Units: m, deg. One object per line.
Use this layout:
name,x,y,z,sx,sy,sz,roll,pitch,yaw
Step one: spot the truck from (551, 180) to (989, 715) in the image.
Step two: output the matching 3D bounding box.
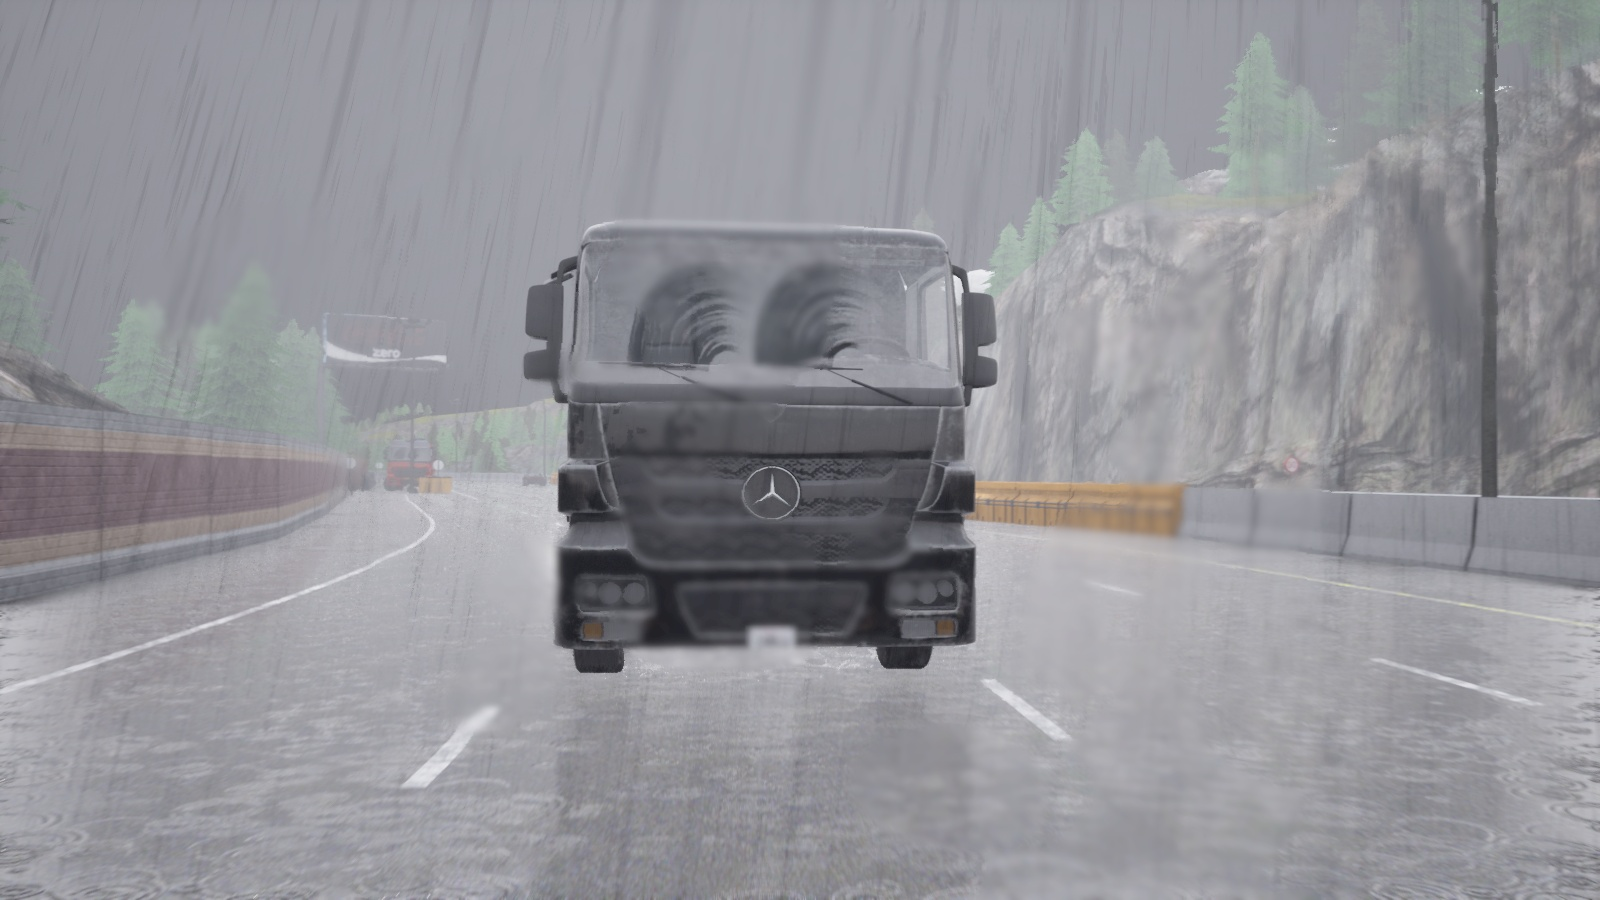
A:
truck,-0.607,0.040,12.227,2.891,3.462,7.936,0,-1,-6

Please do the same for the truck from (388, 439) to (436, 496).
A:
truck,-27.516,1.258,89.262,2.891,3.827,8.468,0,-1,-15
